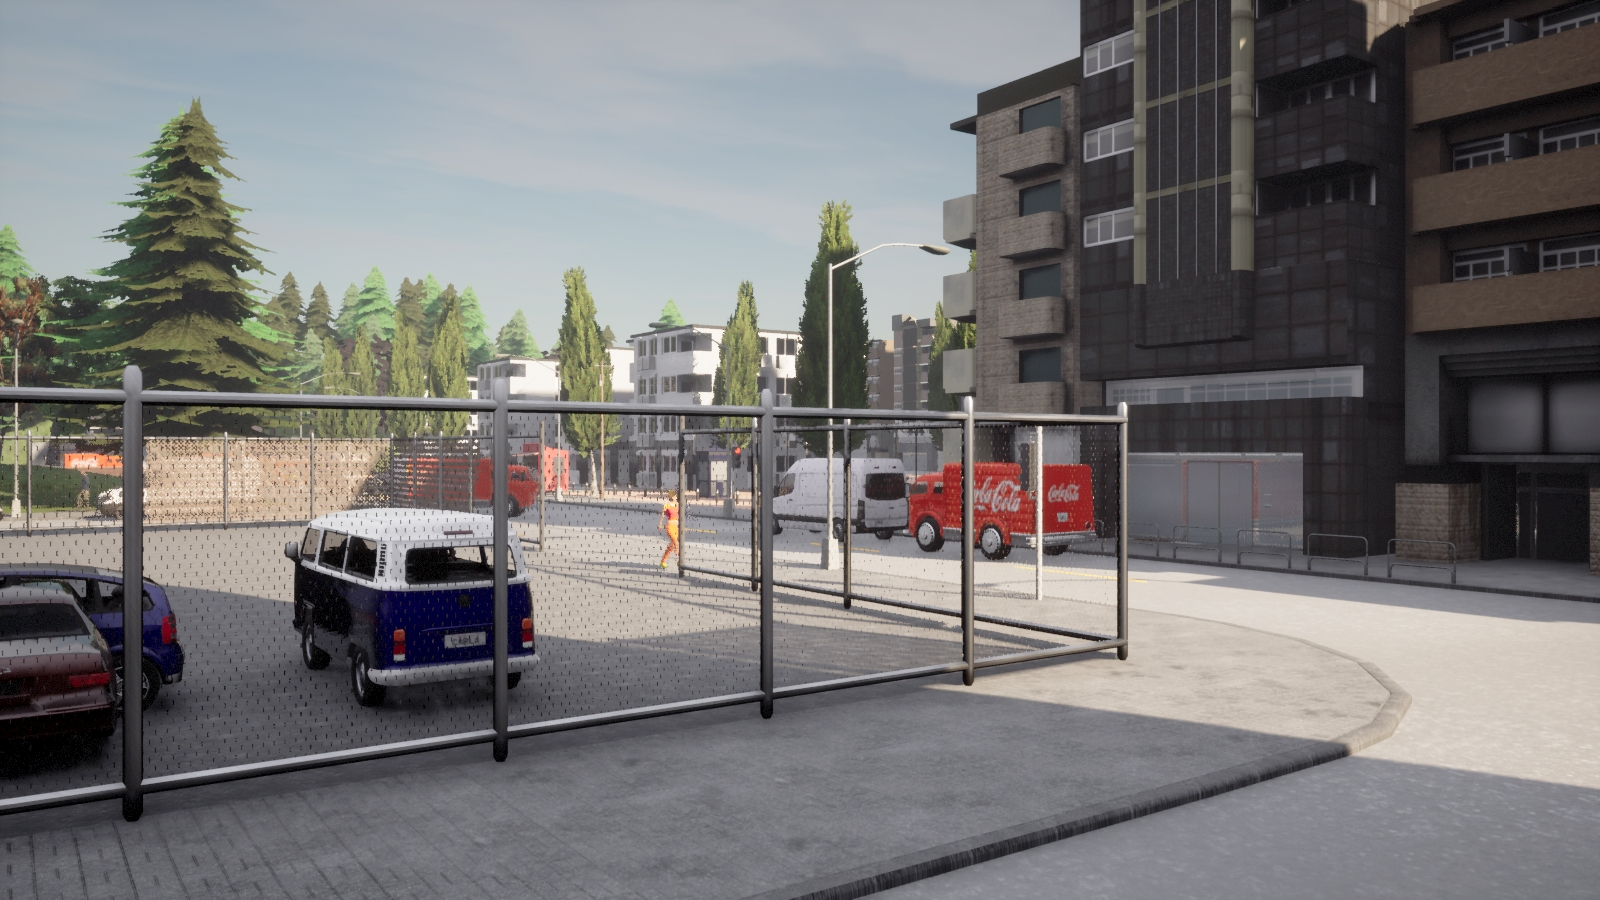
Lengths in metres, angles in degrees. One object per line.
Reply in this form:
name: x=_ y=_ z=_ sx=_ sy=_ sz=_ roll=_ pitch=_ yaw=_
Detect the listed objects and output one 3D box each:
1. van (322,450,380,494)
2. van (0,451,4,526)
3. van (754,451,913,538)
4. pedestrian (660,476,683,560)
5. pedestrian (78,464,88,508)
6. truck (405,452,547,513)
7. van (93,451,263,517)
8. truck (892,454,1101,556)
van: x=-27.850 y=1.311 z=70.793 sx=1.988 sy=2.561 sz=5.915 roll=0 pitch=1 yaw=-35
van: x=-30.384 y=1.314 z=38.452 sx=5.915 sy=2.561 sz=1.988 roll=0 pitch=0 yaw=-35
van: x=0.943 y=1.314 z=36.724 sx=1.988 sy=2.561 sz=5.915 roll=0 pitch=0 yaw=-35
pedestrian: x=-2.892 y=1.524 z=25.666 sx=0.375 sy=1.860 sz=0.375 roll=0 pitch=0 yaw=-42
pedestrian: x=-30.772 y=1.527 z=49.036 sx=0.375 sy=1.860 sz=0.375 roll=0 pitch=0 yaw=-32
truck: x=-13.502 y=1.347 z=47.900 sx=5.204 sy=2.467 sz=2.627 roll=0 pitch=-1 yaw=1
van: x=-25.281 y=1.313 z=46.526 sx=5.915 sy=2.561 sz=1.988 roll=0 pitch=0 yaw=-34
truck: x=5.157 y=1.349 z=30.740 sx=2.627 sy=2.467 sz=5.204 roll=0 pitch=0 yaw=-35
